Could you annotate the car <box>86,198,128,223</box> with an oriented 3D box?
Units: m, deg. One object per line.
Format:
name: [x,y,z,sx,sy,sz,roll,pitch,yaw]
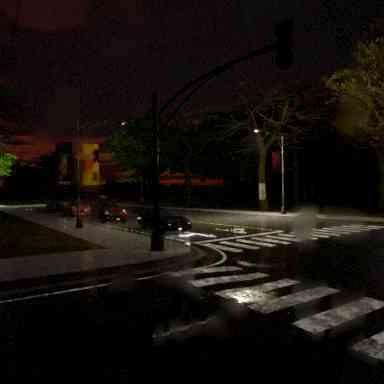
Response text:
car: [-7.506,1.717,29.788,2.097,1.767,4.553,-1,0,-35]

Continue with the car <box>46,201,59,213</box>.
car: [-18.866,2.036,46.116,1.882,1.535,5.008,-1,0,-35]

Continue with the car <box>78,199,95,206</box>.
car: [-21.161,2.101,66.657,1.994,1.385,4.181,-1,0,-35]

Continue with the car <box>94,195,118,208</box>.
car: [-15.048,1.654,57.910,2.150,2.045,5.566,-1,0,-35]

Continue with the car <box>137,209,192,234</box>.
car: [-2.011,1.820,22.034,2.033,1.411,5.357,-1,0,-29]

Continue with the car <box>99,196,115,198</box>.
car: [-13.808,1.783,50.366,2.097,1.767,4.553,-1,0,-35]

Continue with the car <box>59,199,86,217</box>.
car: [-13.112,1.813,37.810,2.097,1.767,4.553,-1,0,-35]

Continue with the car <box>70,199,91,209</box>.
car: [-19.667,2.080,58.679,2.033,1.411,5.357,-1,0,-35]
